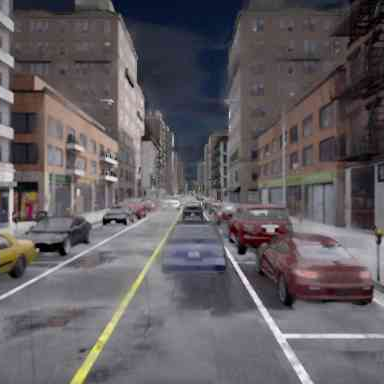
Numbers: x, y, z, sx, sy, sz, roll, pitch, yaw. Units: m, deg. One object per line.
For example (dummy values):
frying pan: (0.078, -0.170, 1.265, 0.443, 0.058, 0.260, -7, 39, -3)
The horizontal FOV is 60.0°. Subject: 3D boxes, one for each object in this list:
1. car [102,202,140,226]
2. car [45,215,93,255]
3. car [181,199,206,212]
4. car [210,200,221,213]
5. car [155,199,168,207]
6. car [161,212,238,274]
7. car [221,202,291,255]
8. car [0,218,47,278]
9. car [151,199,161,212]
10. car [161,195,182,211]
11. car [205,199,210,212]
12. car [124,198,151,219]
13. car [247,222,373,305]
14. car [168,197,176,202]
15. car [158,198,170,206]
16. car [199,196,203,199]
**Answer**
car: (-5.391, 1.703, 24.960, 1.947, 1.339, 4.313, 0, 0, 0)
car: (-5.389, 1.642, 13.597, 1.947, 1.339, 4.313, 0, 0, 0)
car: (0.082, 1.672, 30.767, 1.837, 1.490, 4.892, 0, 0, 0)
car: (2.635, 1.576, 24.967, 1.967, 1.590, 4.097, 0, 0, 0)
car: (-5.396, 1.899, 59.051, 1.802, 1.307, 4.206, 0, 0, 0)
car: (0.066, 1.608, 10.744, 2.033, 1.411, 5.357, 0, 0, 0)
car: (2.636, 1.391, 13.606, 2.192, 1.841, 5.009, 0, 0, 0)
car: (-5.388, 1.570, 7.746, 1.752, 1.417, 4.829, 0, 0, 0)
car: (-5.393, 1.668, 42.006, 1.967, 1.590, 4.097, 0, 0, 0)
car: (-2.849, 1.464, 44.919, 2.150, 2.045, 5.566, 0, 0, 0)
car: (2.633, 1.748, 36.329, 2.008, 1.369, 4.403, 0, 0, 0)
car: (-5.391, 1.482, 30.643, 2.192, 1.841, 5.009, 0, 0, 0)
car: (2.637, 1.628, 7.923, 1.802, 1.307, 4.206, 0, 0, 0)
car: (-5.403, 2.033, 91.608, 2.008, 1.369, 4.403, 0, 0, 0)
car: (-5.397, 1.897, 64.732, 2.008, 1.369, 4.403, 0, 0, 0)
car: (2.629, 1.843, 59.224, 1.752, 1.417, 4.829, 0, 0, 0)
